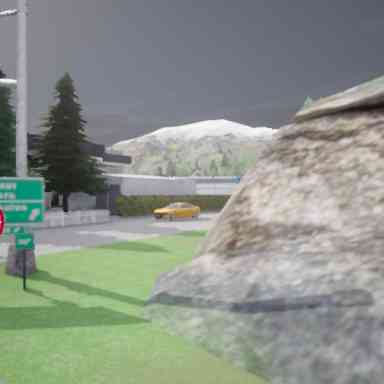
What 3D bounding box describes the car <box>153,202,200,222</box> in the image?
[{"bbox_3d":[-1.278,1.674,29.088,1.882,1.535,5.008,0,0,36],"label":"car"}]
